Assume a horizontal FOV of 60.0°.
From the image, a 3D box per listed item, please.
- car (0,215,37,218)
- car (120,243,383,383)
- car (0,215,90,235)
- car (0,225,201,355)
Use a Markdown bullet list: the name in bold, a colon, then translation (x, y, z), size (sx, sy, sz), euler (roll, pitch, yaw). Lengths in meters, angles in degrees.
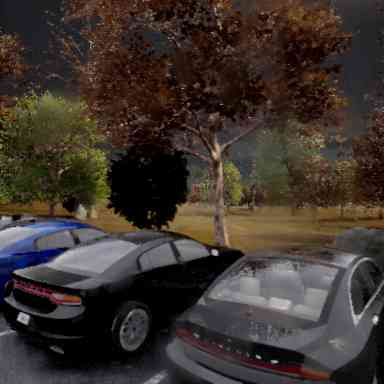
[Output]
- **car**: translation (-5.272, 1.436, 9.489), size (2.163, 1.488, 4.792), euler (1, 1, 36)
- **car**: translation (1.660, 1.477, 4.570), size (2.231, 1.521, 4.892), euler (0, 0, 36)
- **car**: translation (-2.986, 1.438, 7.887), size (2.097, 1.535, 5.008), euler (1, 0, 36)
- **car**: translation (-0.715, 1.461, 6.266), size (2.097, 1.535, 5.008), euler (0, 0, 36)
